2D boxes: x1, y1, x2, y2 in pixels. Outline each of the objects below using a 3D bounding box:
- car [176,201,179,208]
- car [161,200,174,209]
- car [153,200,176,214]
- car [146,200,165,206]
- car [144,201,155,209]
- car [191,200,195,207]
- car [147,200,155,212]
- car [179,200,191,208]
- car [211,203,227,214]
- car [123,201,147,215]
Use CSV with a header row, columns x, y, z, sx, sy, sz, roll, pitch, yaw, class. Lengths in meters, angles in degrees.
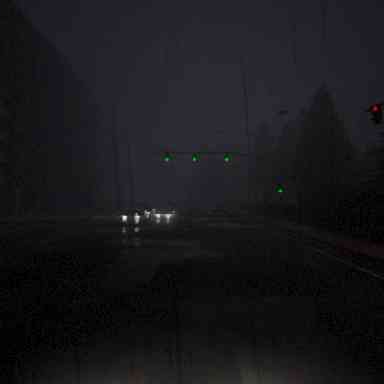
x,y,z,sx,sy,sz,roll,pitch,yaw,class
-3.618,2.250,52.906,2.033,1.411,5.357,0,-1,0,car
-4.649,2.363,63.030,1.812,1.442,4.674,0,-1,-11,car
-3.578,2.145,43.723,1.994,1.385,4.181,0,-1,0,car
-8.867,2.603,80.085,2.033,1.411,5.357,1,-1,-41,car
-7.906,2.340,61.359,1.812,1.442,4.674,0,-1,-11,car
-0.902,2.506,73.994,1.812,1.442,4.674,0,-1,-26,car
-7.144,2.145,50.250,1.882,1.535,5.008,0,-1,-1,car
-2.290,2.502,67.890,1.895,1.301,4.718,0,-1,-18,car
3.602,2.144,44.908,2.033,1.411,5.357,0,-1,0,car
-7.080,2.071,40.990,1.812,1.442,4.674,0,-1,0,car
